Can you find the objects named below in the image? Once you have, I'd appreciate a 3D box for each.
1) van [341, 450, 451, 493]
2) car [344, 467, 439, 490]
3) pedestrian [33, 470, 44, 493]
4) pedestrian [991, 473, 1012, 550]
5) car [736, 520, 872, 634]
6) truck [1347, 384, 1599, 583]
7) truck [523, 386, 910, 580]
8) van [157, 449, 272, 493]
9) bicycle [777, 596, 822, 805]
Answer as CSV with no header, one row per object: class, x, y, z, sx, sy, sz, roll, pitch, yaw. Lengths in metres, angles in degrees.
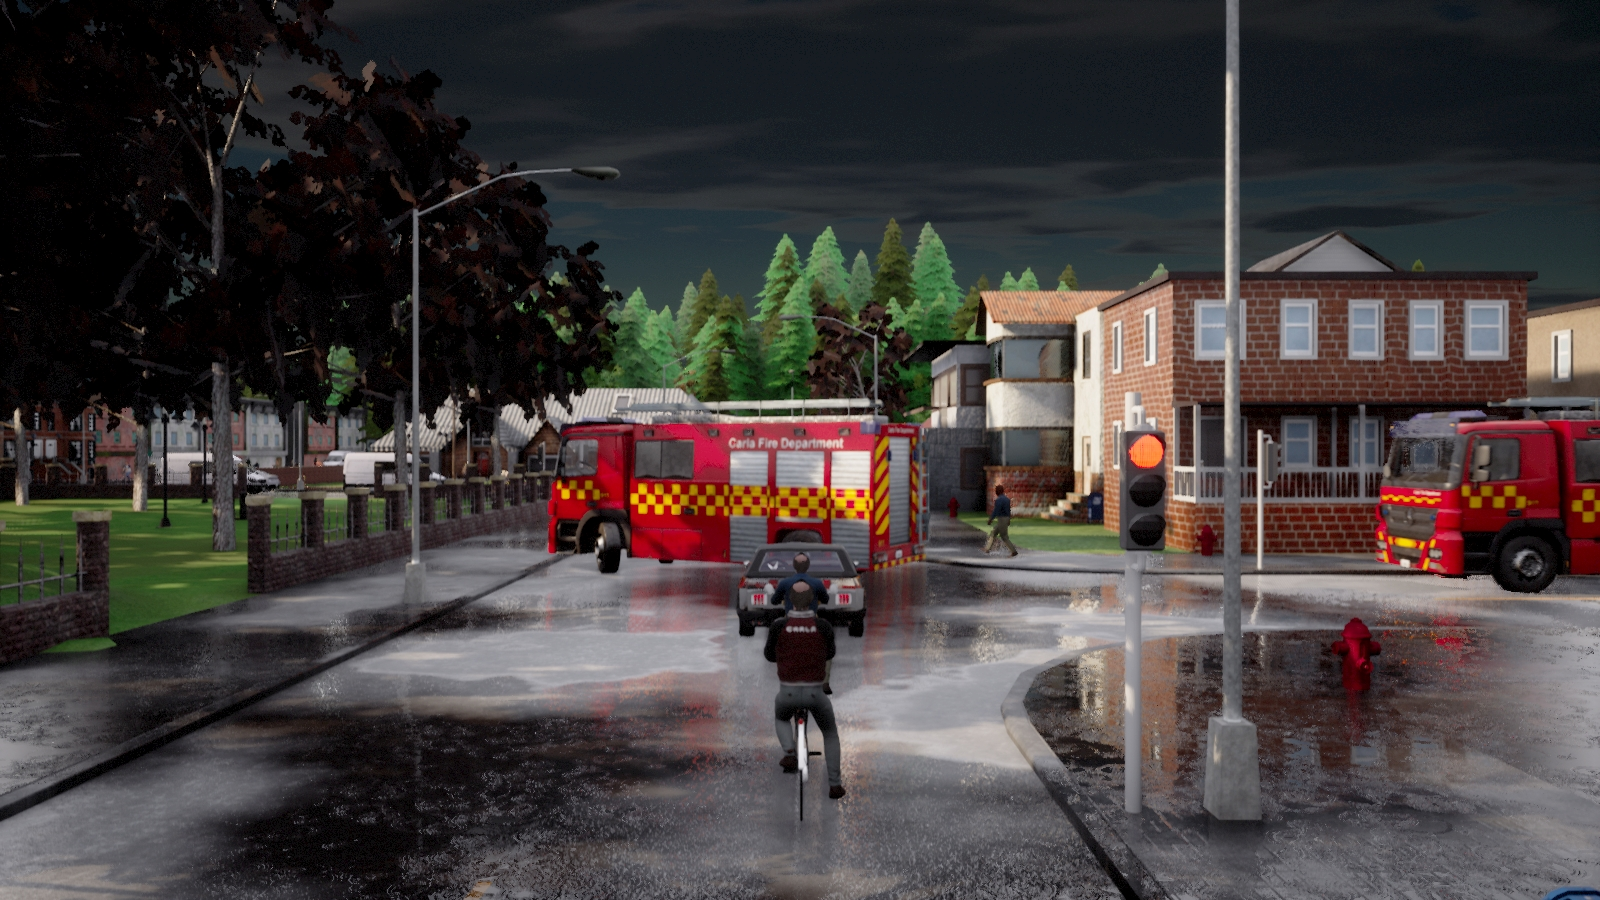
van,-24.299,1.252,68.784,5.915,2.561,1.988,0,0,1
car,-25.969,1.820,72.777,5.357,1.411,2.033,0,0,0
pedestrian,-42.260,1.747,63.396,0.375,1.300,0.375,0,0,0
pedestrian,4.924,1.490,27.890,0.375,1.860,0.375,0,0,33
car,0.052,1.918,18.331,1.895,1.301,4.718,0,0,0
truck,16.122,0.648,23.383,8.468,3.827,2.891,0,0,0
truck,-2.003,0.646,25.770,8.468,3.827,2.891,0,0,28
van,-35.253,1.252,68.907,5.915,2.561,1.988,0,0,1
bicycle,-0.005,1.931,9.199,0.329,1.271,1.835,0,0,0
